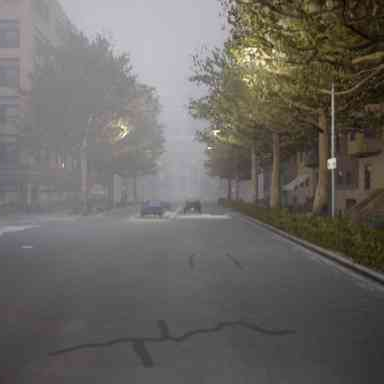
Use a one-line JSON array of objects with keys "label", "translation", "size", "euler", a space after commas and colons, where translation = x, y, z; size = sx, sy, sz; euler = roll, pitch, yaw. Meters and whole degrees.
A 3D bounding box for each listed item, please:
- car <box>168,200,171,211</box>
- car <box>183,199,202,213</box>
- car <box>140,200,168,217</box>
[{"label": "car", "translation": [-3.634, 1.621, 41.772], "size": [1.895, 1.301, 4.718], "euler": [0, 0, 0]}, {"label": "car", "translation": [0.047, 1.523, 37.519], "size": [1.837, 1.490, 4.892], "euler": [0, 0, 0]}, {"label": "car", "translation": [-3.656, 1.493, 31.468], "size": [1.882, 1.535, 5.008], "euler": [0, 0, 1]}]
